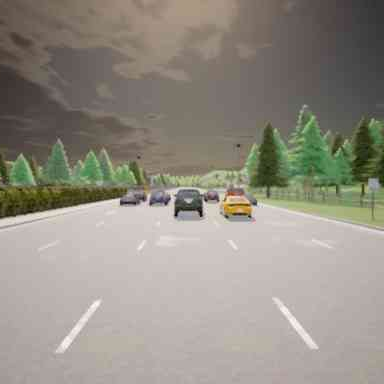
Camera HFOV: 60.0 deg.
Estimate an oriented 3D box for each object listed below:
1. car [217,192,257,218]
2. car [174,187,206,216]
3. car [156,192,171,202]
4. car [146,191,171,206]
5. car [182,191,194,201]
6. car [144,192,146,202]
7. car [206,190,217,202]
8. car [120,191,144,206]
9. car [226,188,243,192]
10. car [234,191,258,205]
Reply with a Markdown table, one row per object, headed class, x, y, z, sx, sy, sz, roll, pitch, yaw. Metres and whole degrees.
| class | x | y | z | sx | sy | sz | roll | pitch | yaw |
| --- | --- | --- | --- | --- | --- | --- | --- | --- | --- |
| car | 3.249 | 1.053 | 25.167 | 1.882 | 1.535 | 5.008 | 0 | 1 | -1 |
| car | -0.278 | 0.771 | 26.918 | 2.150 | 2.045 | 5.566 | 0 | 1 | -1 |
| car | -4.211 | 0.694 | 49.684 | 1.812 | 1.442 | 4.674 | 0 | 1 | -1 |
| car | -3.983 | 0.670 | 40.703 | 2.097 | 1.767 | 4.553 | 0 | 1 | -1 |
| car | -0.678 | 0.593 | 54.231 | 1.837 | 1.490 | 4.892 | 0 | 0 | -1 |
| car | -7.706 | 0.679 | 49.350 | 1.837 | 1.490 | 4.892 | 0 | 1 | -1 |
| car | 2.872 | 0.528 | 49.029 | 2.097 | 1.767 | 4.553 | 0 | 1 | -1 |
| car | -7.480 | 0.888 | 40.426 | 1.994 | 1.385 | 4.181 | 0 | 1 | -1 |
| car | 6.307 | 0.406 | 48.494 | 2.150 | 2.045 | 5.566 | 0 | 1 | -1 |
| car | 6.442 | 0.903 | 39.282 | 1.994 | 1.385 | 4.181 | 0 | 1 | -1 |
